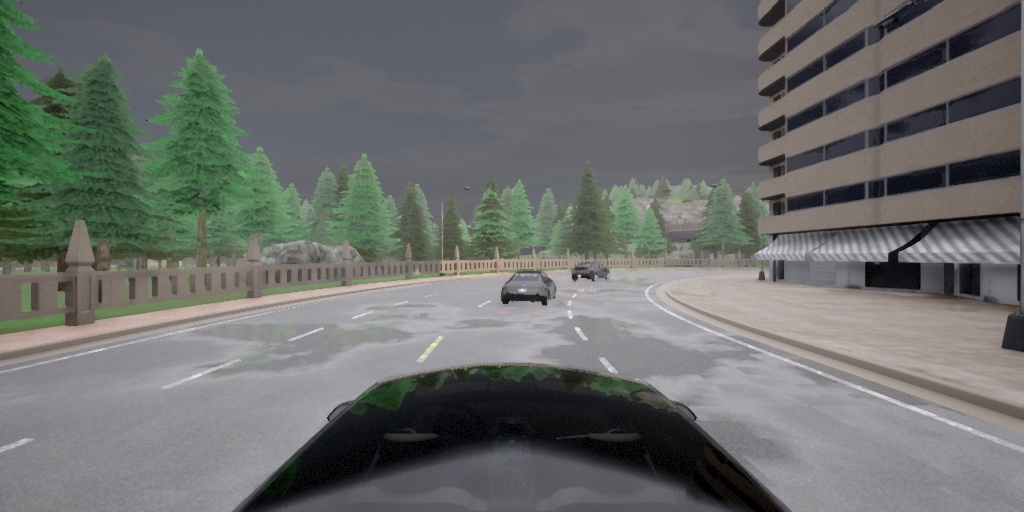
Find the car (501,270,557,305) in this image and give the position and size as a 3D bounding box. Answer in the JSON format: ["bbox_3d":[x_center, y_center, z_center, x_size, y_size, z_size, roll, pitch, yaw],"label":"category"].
[{"bbox_3d":[0.838,1.322,16.068,1.994,1.385,4.181,0,0,12],"label":"car"}]

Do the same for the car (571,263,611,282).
[{"bbox_3d":[6.463,1.266,29.143,1.837,1.490,4.892,0,0,34],"label":"car"}]
